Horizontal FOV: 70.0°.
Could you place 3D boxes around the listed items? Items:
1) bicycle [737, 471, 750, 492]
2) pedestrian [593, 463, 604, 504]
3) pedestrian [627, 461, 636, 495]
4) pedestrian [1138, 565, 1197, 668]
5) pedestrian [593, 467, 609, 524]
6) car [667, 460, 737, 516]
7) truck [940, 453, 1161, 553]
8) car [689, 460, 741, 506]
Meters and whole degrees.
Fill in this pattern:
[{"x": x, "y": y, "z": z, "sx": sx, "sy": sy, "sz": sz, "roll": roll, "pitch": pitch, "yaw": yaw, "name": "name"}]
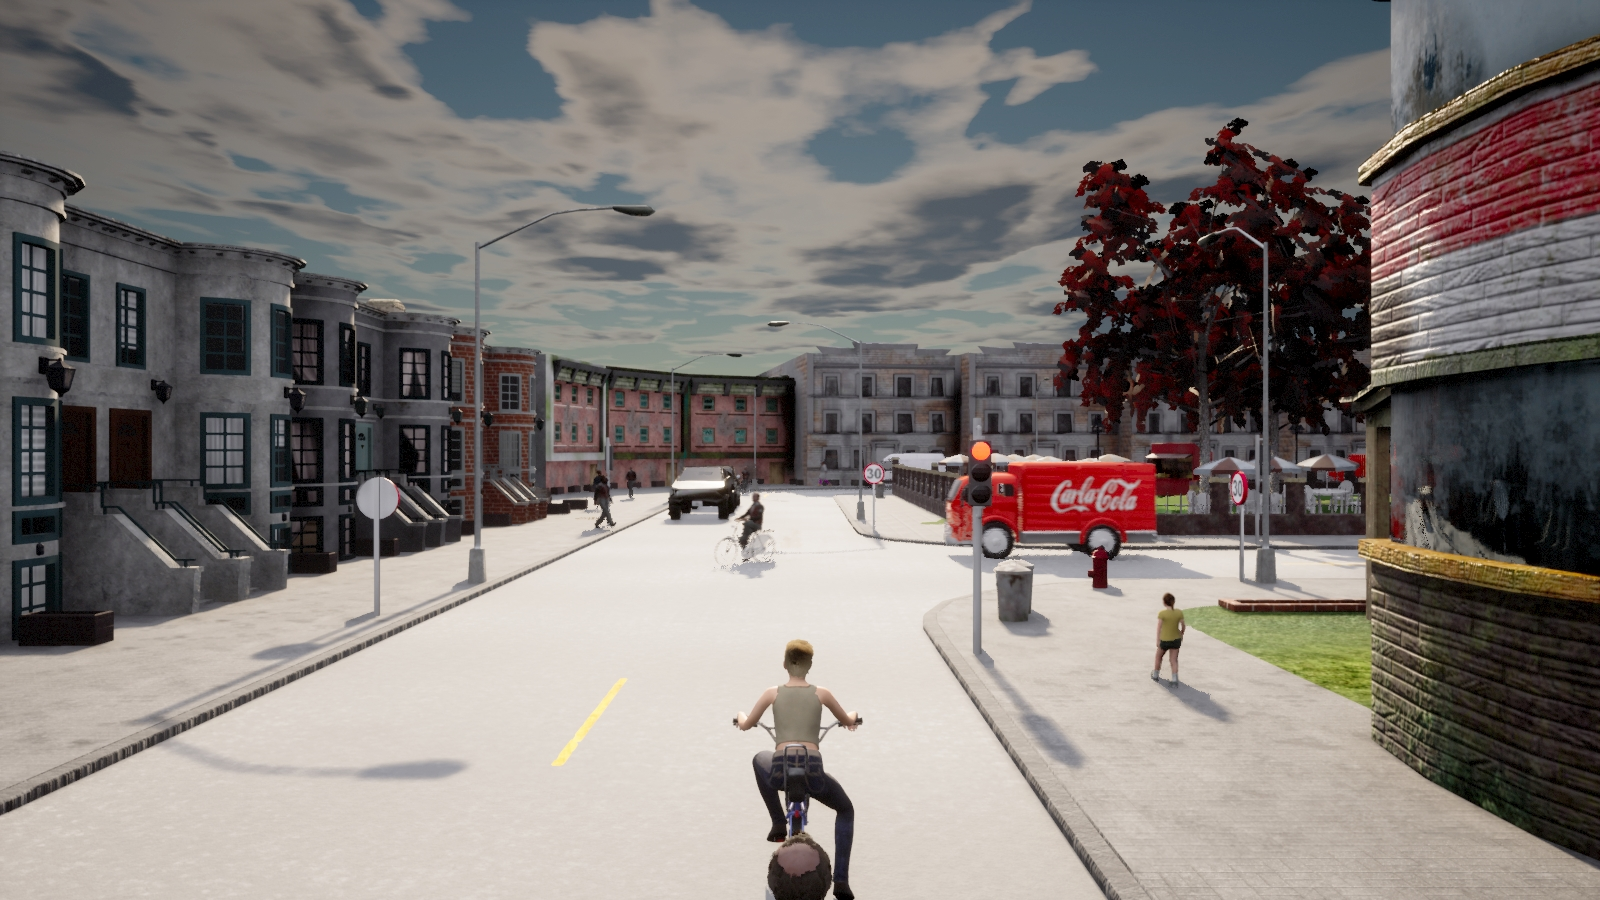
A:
[{"x": -3.485, "y": 1.914, "z": 70.122, "sx": 0.329, "sy": 1.271, "sz": 1.835, "roll": 2, "pitch": 0, "yaw": 11, "name": "bicycle"}, {"x": -9.041, "y": 1.504, "z": 51.364, "sx": 0.375, "sy": 1.860, "sz": 0.375, "roll": 0, "pitch": 0, "yaw": 12, "name": "pedestrian"}, {"x": -9.082, "y": 1.501, "z": 61.491, "sx": 0.375, "sy": 1.860, "sz": 0.375, "roll": 0, "pitch": 0, "yaw": 16, "name": "pedestrian"}, {"x": 4.213, "y": 1.899, "z": 13.104, "sx": 0.500, "sy": 1.100, "sz": 0.500, "roll": 0, "pitch": 0, "yaw": -3, "name": "pedestrian"}, {"x": -6.644, "y": 1.509, "z": 38.157, "sx": 0.375, "sy": 1.860, "sz": 0.375, "roll": 0, "pitch": 0, "yaw": 39, "name": "pedestrian"}, {"x": -3.997, "y": 1.515, "z": 47.708, "sx": 2.390, "sy": 2.098, "sz": 6.274, "roll": 0, "pitch": 0, "yaw": 0, "name": "car"}, {"x": 6.436, "y": 1.332, "z": 29.946, "sx": 5.204, "sy": 2.467, "sz": 2.627, "roll": 0, "pitch": 0, "yaw": 1, "name": "truck"}, {"x": -4.051, "y": 1.538, "z": 55.431, "sx": 2.150, "sy": 2.045, "sz": 5.566, "roll": 0, "pitch": 0, "yaw": 0, "name": "car"}]
